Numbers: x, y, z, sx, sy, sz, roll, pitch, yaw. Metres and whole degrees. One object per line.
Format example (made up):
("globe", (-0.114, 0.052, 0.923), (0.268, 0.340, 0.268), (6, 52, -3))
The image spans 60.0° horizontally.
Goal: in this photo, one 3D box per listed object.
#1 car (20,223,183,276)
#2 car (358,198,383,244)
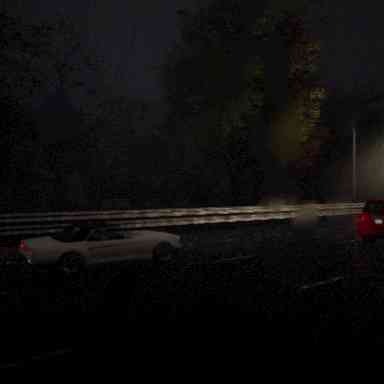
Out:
("car", (-2.660, 1.616, 10.452), (4.718, 1.301, 1.895), (0, 0, -36))
("car", (9.734, 1.296, 15.008), (5.566, 2.045, 2.150), (0, 0, -36))
